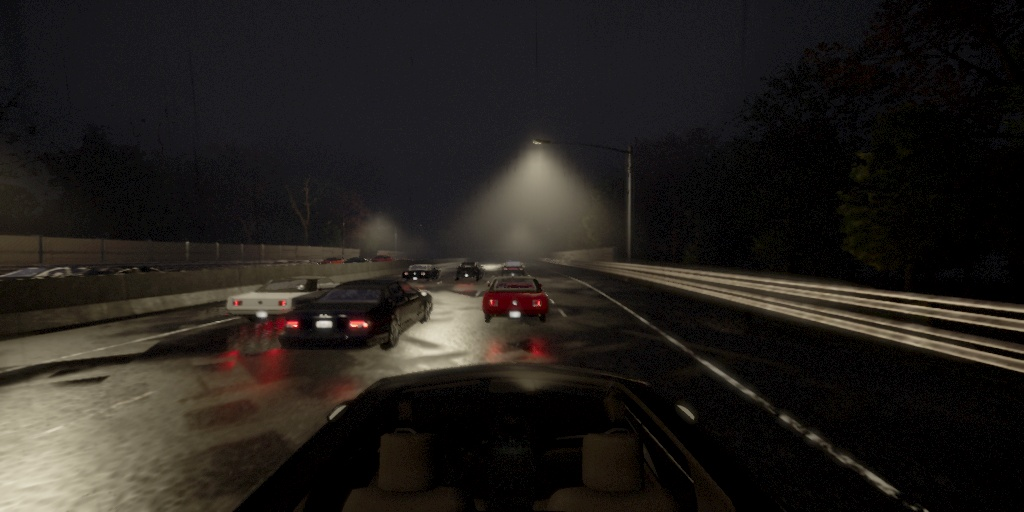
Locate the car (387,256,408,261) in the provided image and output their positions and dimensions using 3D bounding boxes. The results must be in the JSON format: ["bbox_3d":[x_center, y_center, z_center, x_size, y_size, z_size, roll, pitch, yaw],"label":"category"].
[{"bbox_3d":[-17.574,1.140,56.941,1.882,1.535,5.008,0,0,1],"label":"car"}]

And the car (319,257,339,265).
[{"bbox_3d":[-28.060,1.016,55.964,2.097,1.767,4.553,0,0,1],"label":"car"}]

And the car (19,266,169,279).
[{"bbox_3d":[-17.606,1.223,15.990,1.837,1.490,4.892,0,0,0],"label":"car"}]

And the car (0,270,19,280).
[{"bbox_3d":[-21.106,1.209,16.243,2.128,1.511,4.902,0,0,0],"label":"car"}]

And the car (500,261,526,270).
[{"bbox_3d":[0.090,1.186,29.309,2.128,1.511,4.902,0,0,0],"label":"car"}]

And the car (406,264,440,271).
[{"bbox_3d":[-6.911,1.298,27.799,1.895,1.301,4.718,0,0,0],"label":"car"}]

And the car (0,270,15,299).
[{"bbox_3d":[-24.606,1.322,14.719,1.895,1.301,4.718,0,0,0],"label":"car"}]

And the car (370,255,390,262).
[{"bbox_3d":[-21.058,0.881,57.840,2.150,2.045,5.566,0,0,1],"label":"car"}]

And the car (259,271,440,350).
[{"bbox_3d":[-3.403,1.280,9.013,2.033,1.411,5.357,0,0,0],"label":"car"}]

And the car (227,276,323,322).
[{"bbox_3d":[-6.904,1.327,12.132,1.895,1.301,4.718,0,0,0],"label":"car"}]

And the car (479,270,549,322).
[{"bbox_3d":[0.096,1.327,12.155,1.895,1.301,4.718,0,0,0],"label":"car"}]

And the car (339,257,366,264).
[{"bbox_3d":[-24.565,1.015,56.115,2.097,1.767,4.553,0,0,0],"label":"car"}]

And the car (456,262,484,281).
[{"bbox_3d":[-3.411,1.199,29.358,1.837,1.490,4.892,0,0,0],"label":"car"}]
